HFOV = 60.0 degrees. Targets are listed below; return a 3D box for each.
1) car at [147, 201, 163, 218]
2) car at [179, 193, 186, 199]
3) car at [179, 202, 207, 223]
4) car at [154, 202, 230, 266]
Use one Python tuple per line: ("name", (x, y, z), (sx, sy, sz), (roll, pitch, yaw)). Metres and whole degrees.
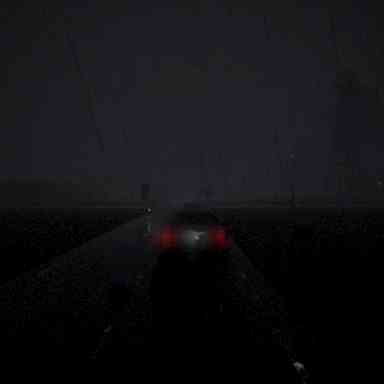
("car", (-2.812, 1.532, 29.784), (1.895, 1.301, 4.718), (0, 0, 0))
("car", (-2.756, 1.210, 95.173), (1.837, 1.490, 4.892), (0, 0, 0))
("car", (0.062, 1.504, 25.633), (1.994, 1.385, 4.181), (0, 0, 0))
("car", (0.070, 1.327, 11.590), (2.097, 1.767, 4.553), (0, 0, 0))
